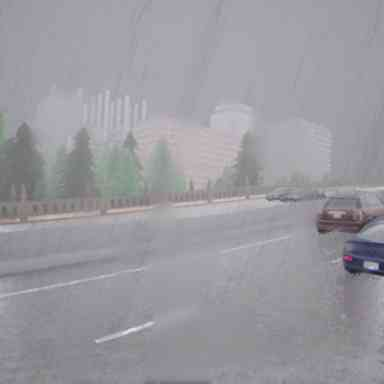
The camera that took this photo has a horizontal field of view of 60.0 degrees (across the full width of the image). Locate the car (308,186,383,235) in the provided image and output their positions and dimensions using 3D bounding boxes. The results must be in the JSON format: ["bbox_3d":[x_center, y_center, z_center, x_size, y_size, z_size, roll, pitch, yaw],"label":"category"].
[{"bbox_3d":[7.477,0.866,14.790,4.553,1.767,2.097,-4,2,-40],"label":"car"}]

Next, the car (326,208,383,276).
[{"bbox_3d":[5.610,1.309,8.630,4.674,1.442,1.812,-3,2,-40],"label":"car"}]

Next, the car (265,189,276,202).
[{"bbox_3d":[9.783,0.216,35.371,4.892,1.490,1.837,-5,3,-40],"label":"car"}]

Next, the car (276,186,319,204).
[{"bbox_3d":[10.674,0.346,31.537,5.357,1.411,2.033,-4,3,-40],"label":"car"}]

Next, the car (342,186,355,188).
[{"bbox_3d":[14.209,0.212,29.947,4.674,1.442,1.812,-4,3,-40],"label":"car"}]
